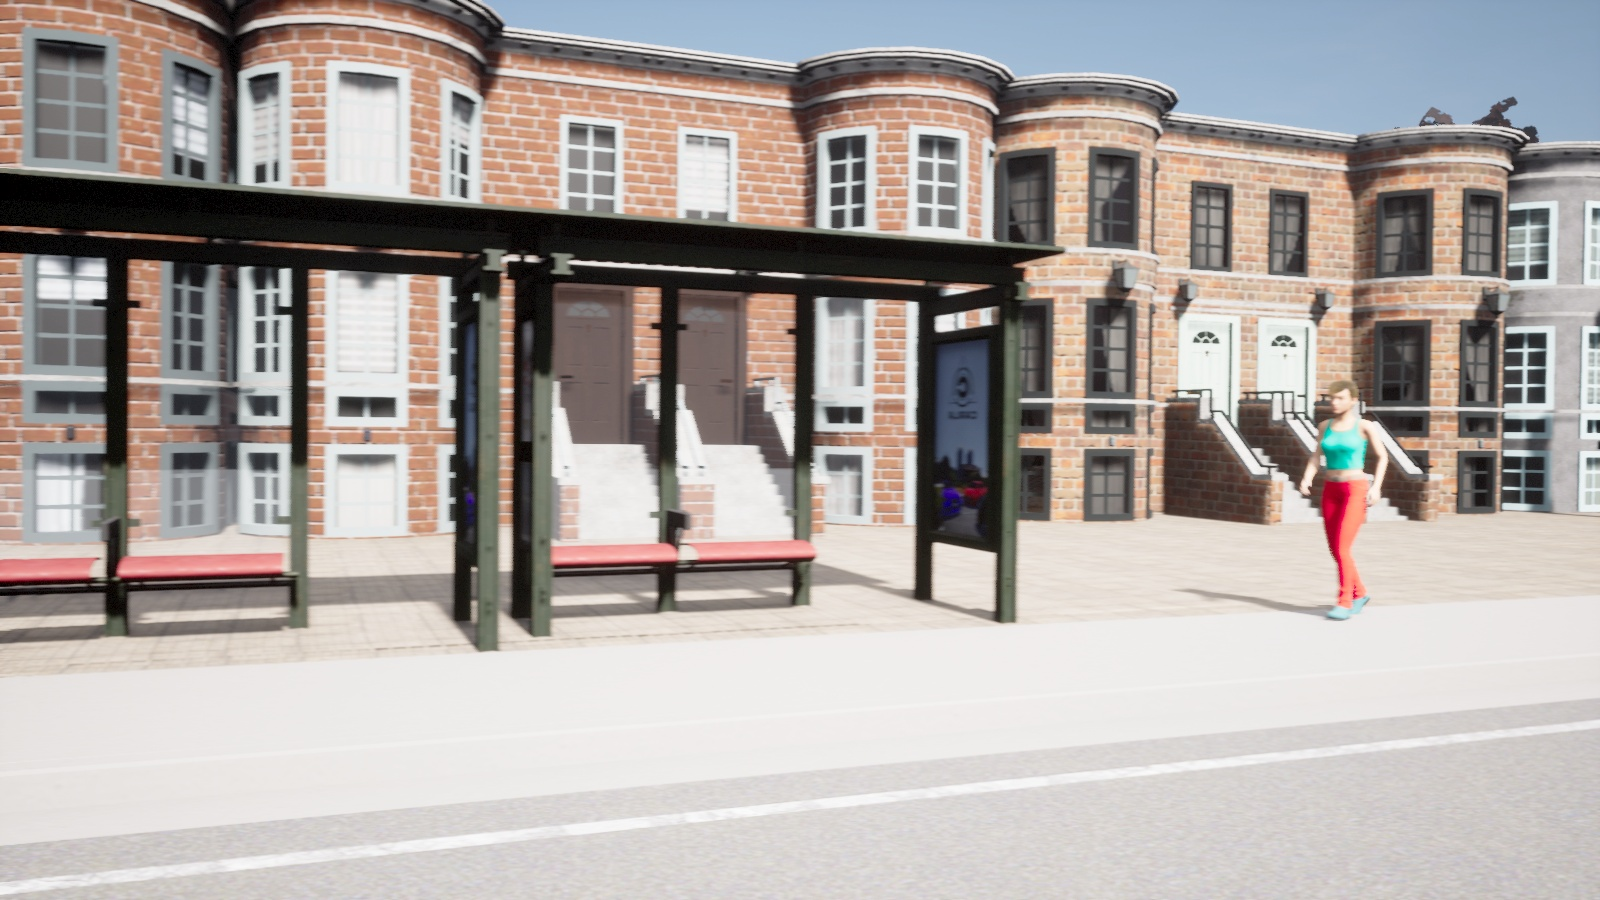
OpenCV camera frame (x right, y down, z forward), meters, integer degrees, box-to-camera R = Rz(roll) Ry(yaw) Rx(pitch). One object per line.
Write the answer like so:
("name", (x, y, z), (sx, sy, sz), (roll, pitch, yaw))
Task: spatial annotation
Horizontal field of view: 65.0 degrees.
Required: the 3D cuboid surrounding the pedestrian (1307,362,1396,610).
("pedestrian", (4.209, 0.259, 9.587), (0.594, 1.836, 0.345), (-1, 1, -32))
